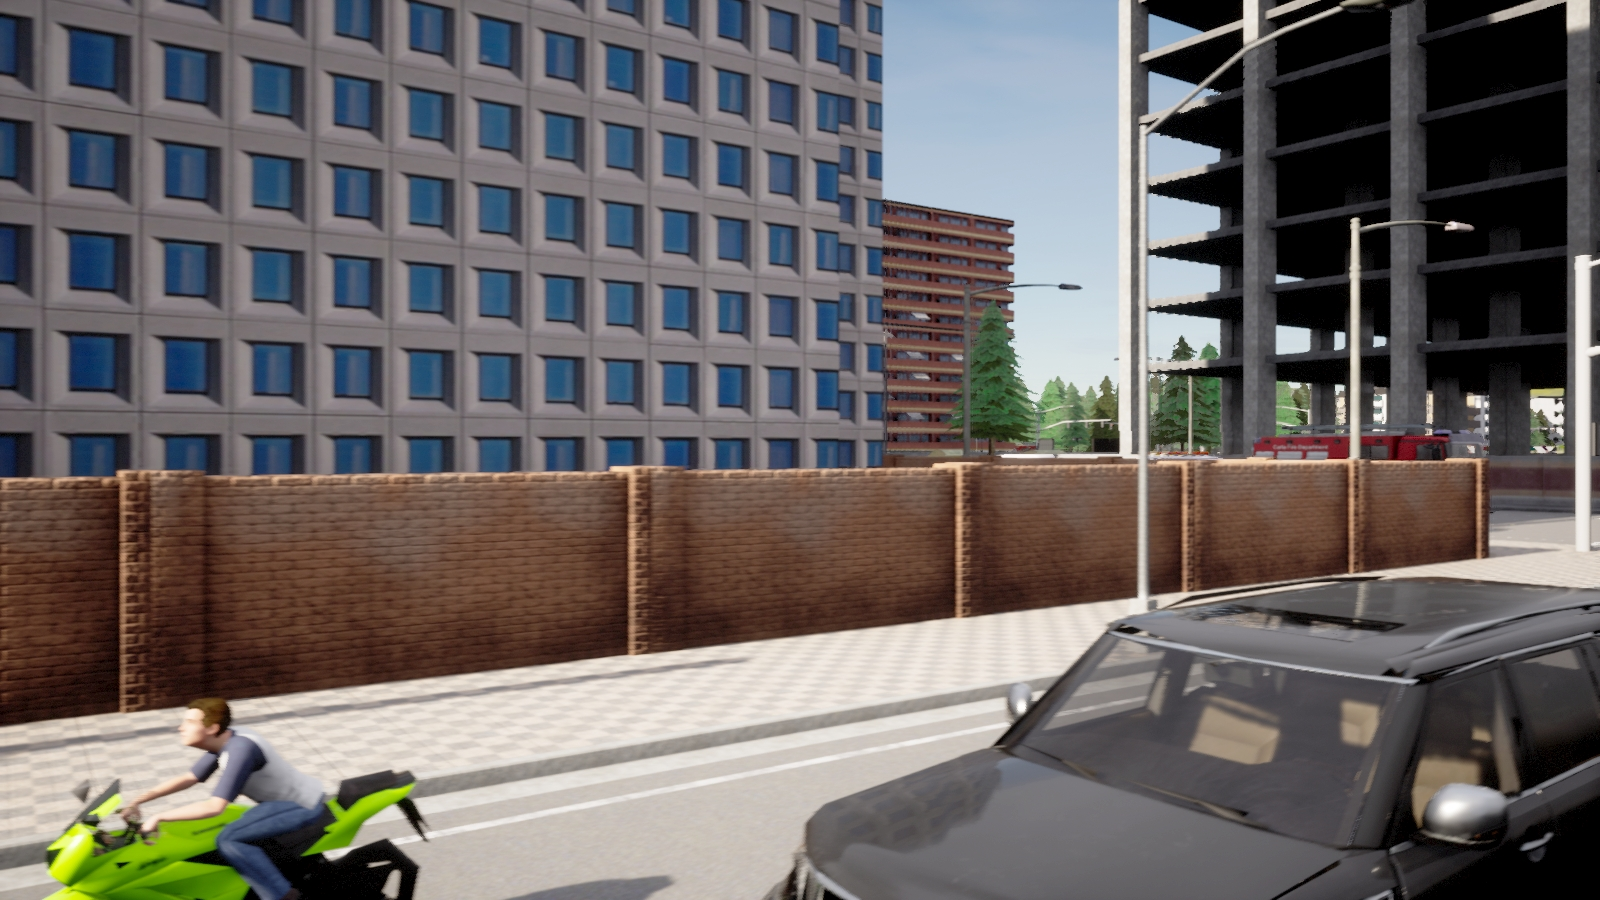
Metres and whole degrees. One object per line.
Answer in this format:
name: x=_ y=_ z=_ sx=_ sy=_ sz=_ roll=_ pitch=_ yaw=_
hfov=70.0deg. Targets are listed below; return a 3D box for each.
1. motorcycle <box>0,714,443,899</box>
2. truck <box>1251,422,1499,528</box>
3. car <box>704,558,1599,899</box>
motorcycle: x=-3.005 y=2.186 z=5.953 sx=2.033 sy=1.199 sz=0.803 roll=0 pitch=0 yaw=-35
truck: x=22.646 y=0.897 z=45.553 sx=2.891 sy=3.827 sz=8.468 roll=0 pitch=0 yaw=-35
car: x=2.493 y=1.780 z=5.530 sx=5.566 sy=2.045 sz=2.150 roll=0 pitch=0 yaw=-35
